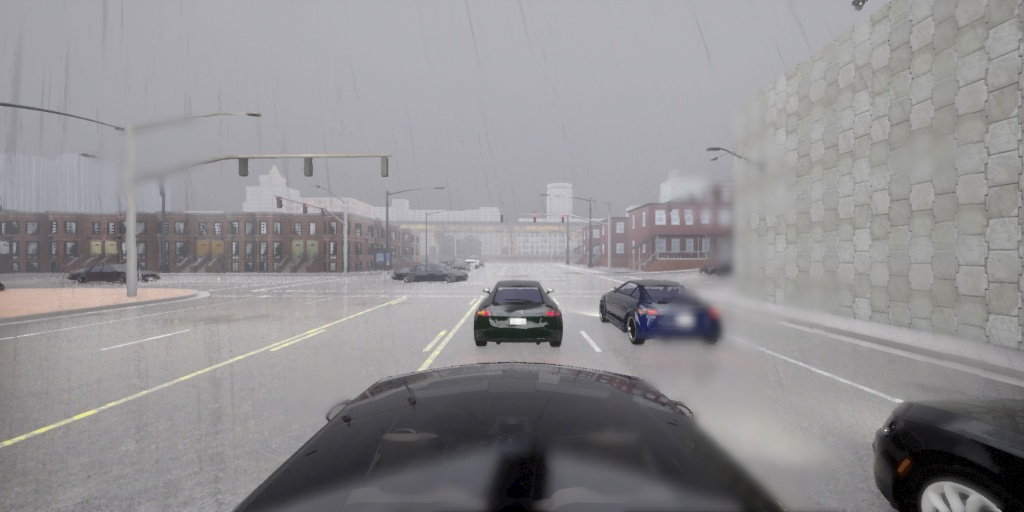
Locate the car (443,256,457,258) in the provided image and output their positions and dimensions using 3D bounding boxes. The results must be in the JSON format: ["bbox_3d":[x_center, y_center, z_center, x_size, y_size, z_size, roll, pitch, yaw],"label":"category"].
[{"bbox_3d":[-9.920,0.969,56.699,2.150,2.045,5.566,0,0,1],"label":"car"}]

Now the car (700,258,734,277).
[{"bbox_3d":[18.535,0.853,29.630,5.357,1.411,2.033,-5,0,1],"label":"car"}]

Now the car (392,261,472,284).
[{"bbox_3d":[-5.913,1.296,26.151,5.357,1.411,2.033,0,0,1],"label":"car"}]

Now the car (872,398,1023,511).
[{"bbox_3d":[3.584,1.255,0.624,1.837,1.490,4.892,0,0,1],"label":"car"}]

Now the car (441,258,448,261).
[{"bbox_3d":[-10.047,1.295,46.475,2.033,1.411,5.357,0,0,1],"label":"car"}]

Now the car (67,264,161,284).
[{"bbox_3d":[-29.176,1.296,26.357,5.357,1.411,2.033,0,0,1],"label":"car"}]

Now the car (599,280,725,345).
[{"bbox_3d":[3.668,1.314,9.536,1.994,1.385,4.181,0,0,1],"label":"car"}]

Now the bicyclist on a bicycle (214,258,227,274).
[{"bbox_3d":[-30.389,1.051,37.354,0.582,1.620,1.656,0,0,1],"label":"bicyclist on a bicycle"}]

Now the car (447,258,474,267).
[{"bbox_3d":[-6.551,1.295,46.202,2.033,1.411,5.357,0,0,1],"label":"car"}]

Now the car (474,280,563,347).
[{"bbox_3d":[0.164,1.314,9.377,1.994,1.385,4.181,0,0,1],"label":"car"}]

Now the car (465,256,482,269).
[{"bbox_3d":[-6.423,0.969,56.588,2.150,2.045,5.566,0,0,1],"label":"car"}]
